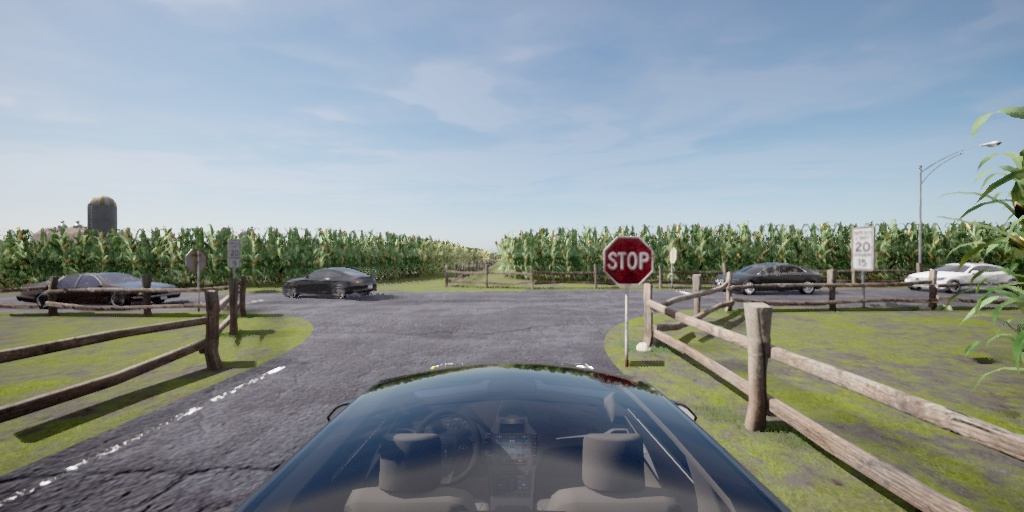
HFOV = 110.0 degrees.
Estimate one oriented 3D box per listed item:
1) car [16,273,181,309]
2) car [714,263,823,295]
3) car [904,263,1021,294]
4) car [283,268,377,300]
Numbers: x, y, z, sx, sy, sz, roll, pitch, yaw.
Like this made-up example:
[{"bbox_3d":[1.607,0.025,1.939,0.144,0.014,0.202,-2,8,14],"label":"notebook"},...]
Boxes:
[{"bbox_3d":[-17.510,1.422,15.306,5.357,1.411,2.033,0,0,0],"label":"car"},{"bbox_3d":[12.844,1.135,18.124,4.892,1.490,1.837,0,0,-1],"label":"car"},{"bbox_3d":[22.821,1.091,18.131,4.674,1.442,1.812,0,0,0],"label":"car"},{"bbox_3d":[-9.006,1.316,17.784,4.674,1.442,1.812,0,0,16],"label":"car"}]
